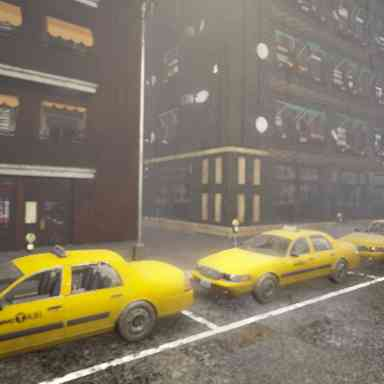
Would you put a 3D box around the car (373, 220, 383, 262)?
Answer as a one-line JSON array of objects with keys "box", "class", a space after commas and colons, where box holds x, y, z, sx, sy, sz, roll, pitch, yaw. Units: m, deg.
[{"box": [6.728, 1.535, 11.345, 4.829, 1.417, 1.752, 0, 1, -36], "class": "car"}]

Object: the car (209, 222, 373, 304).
[{"box": [2.243, 1.530, 8.143, 4.829, 1.417, 1.752, 0, 1, -36], "class": "car"}]

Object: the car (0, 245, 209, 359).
[{"box": [-2.244, 1.526, 4.940, 4.829, 1.417, 1.752, 0, 1, -36], "class": "car"}]
